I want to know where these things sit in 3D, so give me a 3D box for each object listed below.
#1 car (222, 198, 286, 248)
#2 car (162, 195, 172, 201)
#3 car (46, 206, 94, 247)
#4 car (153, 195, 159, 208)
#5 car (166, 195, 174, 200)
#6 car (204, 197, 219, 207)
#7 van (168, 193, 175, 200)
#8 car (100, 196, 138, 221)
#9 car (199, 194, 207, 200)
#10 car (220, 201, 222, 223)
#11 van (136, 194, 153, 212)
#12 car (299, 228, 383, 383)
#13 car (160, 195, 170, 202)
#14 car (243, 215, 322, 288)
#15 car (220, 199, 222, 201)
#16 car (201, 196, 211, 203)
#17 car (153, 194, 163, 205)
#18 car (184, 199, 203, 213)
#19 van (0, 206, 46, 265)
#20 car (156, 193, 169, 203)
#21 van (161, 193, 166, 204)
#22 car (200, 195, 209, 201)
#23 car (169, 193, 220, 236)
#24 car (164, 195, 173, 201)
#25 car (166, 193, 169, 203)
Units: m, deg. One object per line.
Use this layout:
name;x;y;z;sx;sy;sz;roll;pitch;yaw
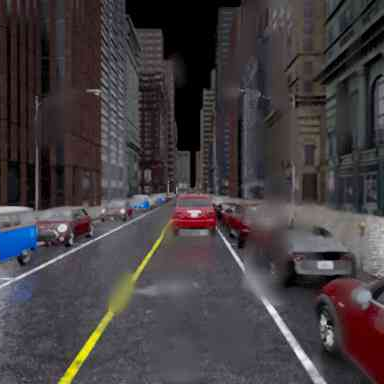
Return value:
car;2.769;1.283;14.615;2.192;1.841;5.009;0;0;0
car;-5.711;1.413;76.615;1.947;1.339;4.313;0;0;0
car;-5.755;1.408;14.612;1.967;1.590;4.097;0;0;0
car;-5.735;1.433;42.625;1.752;1.417;4.829;0;0;0
car;-5.703;1.412;87.888;1.802;1.307;4.206;0;0;0
car;2.794;1.462;48.432;1.947;1.339;4.313;0;0;0
van;-5.700;1.164;93.525;1.690;1.788;3.998;0;0;0
car;-5.747;1.383;25.885;1.967;1.590;4.097;0;0;0
car;2.821;1.270;87.887;1.967;1.590;4.097;0;0;0
car;2.774;1.500;20.252;1.887;1.381;4.507;0;0;0
van;-5.740;1.259;37.158;1.690;1.788;3.998;0;0;0
car;2.762;1.433;3.342;1.967;1.590;4.097;0;0;0
car;-5.715;1.422;70.978;1.947;1.339;4.313;0;0;0
car;2.766;1.546;8.979;1.947;1.339;4.313;0;0;0
car;2.778;1.509;25.888;1.947;1.339;4.313;0;0;0
car;2.806;1.448;65.342;1.802;1.307;4.206;0;0;0
car;-5.731;1.447;48.431;2.008;1.369;4.403;0;0;0
car;0.125;1.521;36.176;1.895;1.301;4.718;0;0;0
van;-5.760;1.321;8.975;1.690;1.788;3.998;0;0;0
car;-5.720;1.181;65.341;2.192;1.841;5.009;0;0;0
van;-5.728;1.227;54.068;1.690;1.788;3.998;0;0;0
car;2.814;1.429;76.614;1.802;1.307;4.206;0;0;0
car;0.113;1.181;18.390;2.150;2.045;5.566;0;0;0
car;-5.707;1.389;82.251;2.008;1.369;4.403;0;0;0
car;-5.724;1.316;59.704;1.967;1.590;4.097;0;0;0
